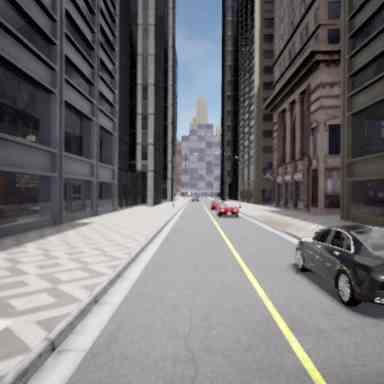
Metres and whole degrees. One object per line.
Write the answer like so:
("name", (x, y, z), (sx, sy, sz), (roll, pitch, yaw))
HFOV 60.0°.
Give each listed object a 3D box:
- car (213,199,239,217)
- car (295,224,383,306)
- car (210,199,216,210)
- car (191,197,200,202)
("car", (3.374, 1.670, 32.135), (1.895, 1.301, 4.718), (0, 0, 1))
("car", (3.968, 1.542, 8.072), (1.837, 1.490, 4.892), (0, 0, 1))
("car", (3.450, 1.665, 43.899), (1.994, 1.385, 4.181), (0, 0, 1))
("car", (0.837, 1.799, 81.328), (1.994, 1.385, 4.181), (0, 0, 1))
